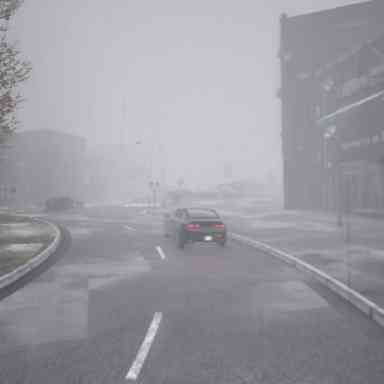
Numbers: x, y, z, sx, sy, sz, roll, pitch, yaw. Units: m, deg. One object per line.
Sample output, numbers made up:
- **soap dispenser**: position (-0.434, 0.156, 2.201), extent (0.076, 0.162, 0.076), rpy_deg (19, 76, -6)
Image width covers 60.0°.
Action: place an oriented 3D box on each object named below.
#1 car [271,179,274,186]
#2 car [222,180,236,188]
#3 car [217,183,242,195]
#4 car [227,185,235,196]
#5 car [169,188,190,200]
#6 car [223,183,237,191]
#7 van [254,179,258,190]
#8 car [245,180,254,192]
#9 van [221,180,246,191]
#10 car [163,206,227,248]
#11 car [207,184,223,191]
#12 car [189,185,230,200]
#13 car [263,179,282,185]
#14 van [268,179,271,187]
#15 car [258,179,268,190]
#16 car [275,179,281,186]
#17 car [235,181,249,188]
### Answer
- **car**: position (16.009, -1.900, 77.732), extent (4.553, 1.767, 2.185), rpy_deg (-2, 3, 4)
- **car**: position (9.221, -2.004, 82.725), extent (2.097, 1.767, 4.553), rpy_deg (-1, 3, 24)
- **car**: position (4.773, -0.070, 52.732), extent (5.366, 1.575, 1.946), rpy_deg (-2, 3, 4)
- **car**: position (3.729, 0.157, 49.943), extent (4.674, 1.452, 2.002), rpy_deg (-2, 3, 4)
- **car**: position (-1.134, 0.151, 51.017), extent (2.097, 1.767, 4.553), rpy_deg (-1, 3, 24)
- **car**: position (8.314, -1.120, 72.639), extent (1.994, 1.385, 4.181), rpy_deg (-1, 3, 24)
- **van**: position (9.761, -1.051, 63.829), extent (4.442, 1.987, 1.878), rpy_deg (-2, 3, 4)
- **car**: position (7.385, -0.700, 58.261), extent (5.566, 2.045, 2.435), rpy_deg (-2, 3, 4)
- **van**: position (6.299, -0.490, 55.482), extent (4.442, 1.987, 1.878), rpy_deg (-2, 3, 4)
- **car**: position (0.002, 1.362, 14.152), extent (1.837, 1.490, 4.892), rpy_deg (1, 0, -14)
- **car**: position (5.190, -0.984, 73.609), extent (1.895, 1.301, 4.718), rpy_deg (-1, 3, 24)
- **car**: position (2.488, 0.307, 47.169), extent (4.892, 1.521, 2.231), rpy_deg (-2, 3, 4)
- **car**: position (22.183, -2.717, 91.652), extent (4.892, 1.521, 2.231), rpy_deg (-2, 3, 4)
- **van**: position (14.921, -1.815, 74.938), extent (4.442, 1.987, 1.878), rpy_deg (-2, 3, 4)
- **car**: position (12.369, -1.459, 69.384), extent (5.566, 2.045, 2.435), rpy_deg (-2, 3, 4)
- **car**: position (19.772, -2.314, 86.078), extent (4.792, 1.488, 2.163), rpy_deg (-2, 3, 4)
- **car**: position (12.379, -1.916, 81.821), extent (2.128, 1.511, 4.902), rpy_deg (-1, 3, 24)
